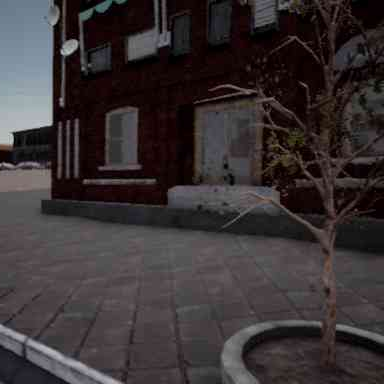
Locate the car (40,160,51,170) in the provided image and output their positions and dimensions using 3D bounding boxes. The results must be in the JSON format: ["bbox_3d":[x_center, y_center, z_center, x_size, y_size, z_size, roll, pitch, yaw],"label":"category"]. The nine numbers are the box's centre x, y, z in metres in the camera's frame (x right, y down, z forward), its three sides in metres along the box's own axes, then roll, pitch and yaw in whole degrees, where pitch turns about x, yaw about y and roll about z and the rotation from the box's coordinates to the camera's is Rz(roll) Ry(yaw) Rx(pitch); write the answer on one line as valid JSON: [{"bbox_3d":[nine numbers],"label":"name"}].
[{"bbox_3d":[-17.193,-3.420,43.765,4.553,1.767,2.185,2,1,26],"label":"car"}]

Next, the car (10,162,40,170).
[{"bbox_3d":[-22.274,-3.424,46.206,4.892,1.521,2.231,1,1,27],"label":"car"}]

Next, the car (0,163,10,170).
[{"bbox_3d":[-27.107,-3.493,48.663,4.674,1.452,2.002,1,1,28],"label":"car"}]
